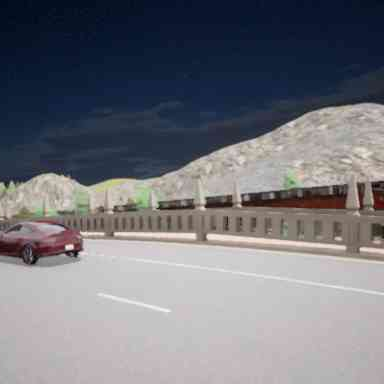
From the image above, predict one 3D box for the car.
[{"bbox_3d":[-6.014,1.814,12.581,4.674,1.442,1.812,-4,-2,35],"label":"car"}]
